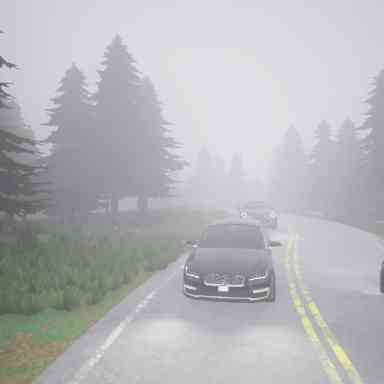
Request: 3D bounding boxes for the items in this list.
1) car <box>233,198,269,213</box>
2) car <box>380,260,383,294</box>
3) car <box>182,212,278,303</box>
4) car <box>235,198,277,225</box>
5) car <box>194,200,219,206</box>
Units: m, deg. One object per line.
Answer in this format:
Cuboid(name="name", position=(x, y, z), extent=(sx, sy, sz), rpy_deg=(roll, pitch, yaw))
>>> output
Cuboid(name="car", position=(6.188, 1.410, 35.735), extent=(1.837, 1.490, 4.892), rpy_deg=(2, -1, -16))
Cuboid(name="car", position=(4.492, 1.308, 4.642), extent=(2.097, 1.767, 4.553), rpy_deg=(-1, 0, 8))
Cuboid(name="car", position=(1.087, 1.496, 8.411), extent=(1.837, 1.490, 4.892), rpy_deg=(-1, 0, 12))
Cuboid(name="car", position=(3.868, 1.270, 20.365), extent=(2.097, 1.767, 4.553), rpy_deg=(-1, 0, 5))
Cuboid(name="car", position=(1.900, 1.799, 44.859), extent=(1.812, 1.442, 4.674), rpy_deg=(3, -5, -35))
